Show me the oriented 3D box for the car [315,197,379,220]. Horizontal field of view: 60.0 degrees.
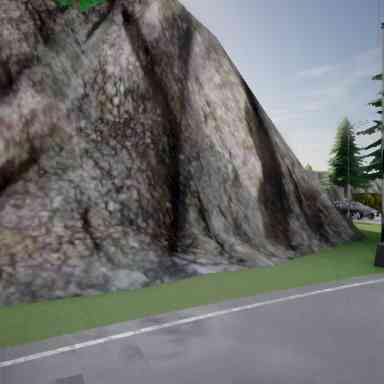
[{"bbox_3d":[13.446,1.491,28.490,2.128,1.511,4.902,0,0,-25],"label":"car"}]
